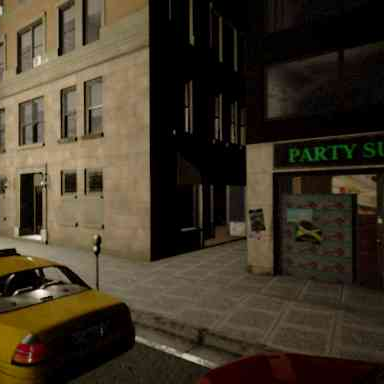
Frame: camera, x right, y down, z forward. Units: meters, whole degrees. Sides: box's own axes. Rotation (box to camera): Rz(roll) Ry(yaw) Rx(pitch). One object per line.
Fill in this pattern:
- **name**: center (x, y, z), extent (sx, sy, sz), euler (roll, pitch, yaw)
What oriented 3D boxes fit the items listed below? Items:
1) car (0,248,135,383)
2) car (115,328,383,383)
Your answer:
- **car**: center (-2.987, 1.521, 4.992), extent (4.829, 1.417, 1.752), euler (0, -1, 36)
- **car**: center (1.767, 1.582, 1.594), extent (4.206, 1.307, 1.802), euler (0, -1, 36)
